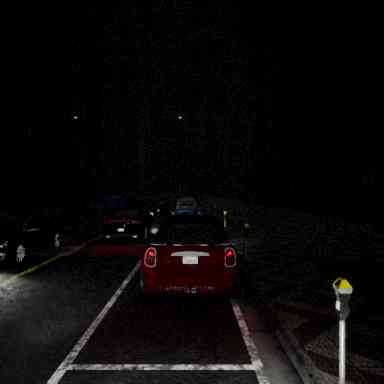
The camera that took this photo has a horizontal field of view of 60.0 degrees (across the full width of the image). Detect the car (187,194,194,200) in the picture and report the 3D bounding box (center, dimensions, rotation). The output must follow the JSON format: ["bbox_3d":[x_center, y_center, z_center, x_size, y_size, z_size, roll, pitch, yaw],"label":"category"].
[{"bbox_3d":[-0.386,1.484,93.370,1.967,1.590,4.097,0,0,0],"label":"car"}]

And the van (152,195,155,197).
[{"bbox_3d":[-8.911,1.369,65.180,1.690,1.788,3.998,0,0,0],"label":"van"}]

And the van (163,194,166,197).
[{"bbox_3d":[-8.911,1.385,93.363,1.690,1.788,3.998,0,0,0],"label":"van"}]

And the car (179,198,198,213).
[{"bbox_3d":[-0.386,1.453,37.008,1.967,1.590,4.097,0,0,0],"label":"car"}]

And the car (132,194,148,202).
[{"bbox_3d":[-8.911,1.337,53.906,2.192,1.841,5.009,0,0,0],"label":"car"}]

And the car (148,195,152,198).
[{"bbox_3d":[-8.910,1.570,59.543,1.887,1.381,4.507,0,0,0],"label":"car"}]

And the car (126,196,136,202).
[{"bbox_3d":[-8.910,1.582,42.633,1.947,1.339,4.313,0,0,0],"label":"car"}]

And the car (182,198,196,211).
[{"bbox_3d":[-0.385,1.541,42.814,1.752,1.417,4.829,0,0,0],"label":"car"}]

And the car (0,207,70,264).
[{"bbox_3d":[-6.245,1.506,11.815,1.837,1.490,4.892,0,0,0],"label":"car"}]

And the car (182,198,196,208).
[{"bbox_3d":[-0.385,1.570,48.280,2.008,1.369,4.403,0,0,0],"label":"car"}]

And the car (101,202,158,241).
[{"bbox_3d":[-3.046,1.481,16.735,1.882,1.535,5.008,0,0,0],"label":"car"}]

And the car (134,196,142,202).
[{"bbox_3d":[-8.910,1.585,48.269,1.947,1.339,4.313,0,0,0],"label":"car"}]

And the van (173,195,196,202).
[{"bbox_3d":[-0.386,1.348,25.735,1.690,1.788,3.998,0,0,0],"label":"van"}]

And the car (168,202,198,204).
[{"bbox_3d":[-0.385,1.530,20.269,1.752,1.417,4.829,0,0,0],"label":"car"}]

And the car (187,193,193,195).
[{"bbox_3d":[-0.386,1.465,59.552,1.967,1.590,4.097,0,0,0],"label":"car"}]

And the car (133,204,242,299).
[{"bbox_3d":[-0.032,1.354,8.620,2.097,1.767,4.553,0,0,0],"label":"car"}]

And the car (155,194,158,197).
[{"bbox_3d":[-8.911,1.471,70.817,1.967,1.590,4.097,0,0,0],"label":"car"}]

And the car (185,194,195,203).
[{"bbox_3d":[-0.386,1.346,70.826,2.192,1.841,5.009,0,0,0],"label":"car"}]

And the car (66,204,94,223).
[{"bbox_3d":[-8.910,1.573,25.722,1.947,1.339,4.313,0,0,0],"label":"car"}]

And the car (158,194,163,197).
[{"bbox_3d":[-8.911,1.478,82.090,1.967,1.590,4.097,0,0,0],"label":"car"}]

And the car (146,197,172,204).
[{"bbox_3d":[-3.145,1.537,33.456,1.812,1.442,4.674,0,0,0],"label":"car"}]

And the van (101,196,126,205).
[{"bbox_3d":[-8.911,1.354,36.996,1.690,1.788,3.998,0,0,0],"label":"van"}]

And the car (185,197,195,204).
[{"bbox_3d":[-0.385,1.594,65.189,1.947,1.339,4.313,0,0,0],"label":"car"}]
